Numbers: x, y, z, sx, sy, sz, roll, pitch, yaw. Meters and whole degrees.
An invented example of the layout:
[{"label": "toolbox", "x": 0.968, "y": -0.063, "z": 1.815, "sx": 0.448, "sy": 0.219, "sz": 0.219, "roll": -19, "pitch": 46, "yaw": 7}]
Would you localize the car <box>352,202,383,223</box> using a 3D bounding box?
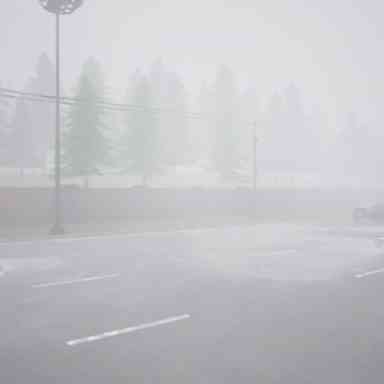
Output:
[{"label": "car", "x": 14.051, "y": 1.500, "z": 25.221, "sx": 4.674, "sy": 1.442, "sz": 1.812, "roll": 0, "pitch": 0, "yaw": -32}]
